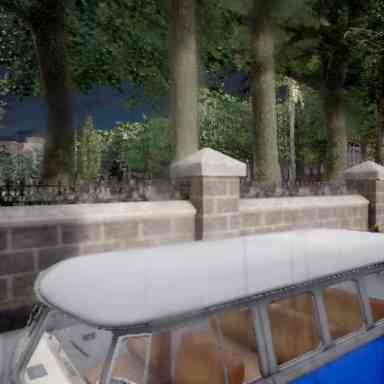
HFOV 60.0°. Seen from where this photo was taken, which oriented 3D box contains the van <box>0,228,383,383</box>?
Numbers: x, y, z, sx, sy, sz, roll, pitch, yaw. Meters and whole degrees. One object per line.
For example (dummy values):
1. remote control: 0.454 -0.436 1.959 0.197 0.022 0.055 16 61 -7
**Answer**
1. van: 0.570 1.301 2.806 3.998 1.788 1.690 -1 1 -35
